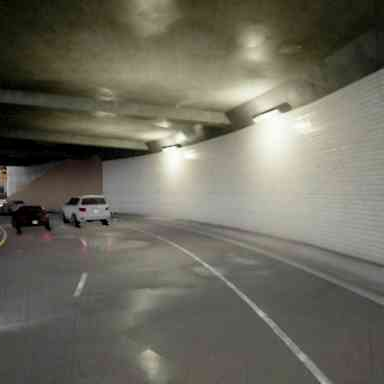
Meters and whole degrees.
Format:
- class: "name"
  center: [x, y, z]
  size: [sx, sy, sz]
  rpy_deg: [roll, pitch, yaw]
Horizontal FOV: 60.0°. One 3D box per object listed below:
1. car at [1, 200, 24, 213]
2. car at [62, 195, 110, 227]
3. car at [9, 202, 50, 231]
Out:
- class: "car"
  center: [-19.432, 1.643, 36.640]
  size: [1.812, 1.442, 4.674]
  rpy_deg: [-1, 0, -45]
- class: "car"
  center: [-7.507, 1.255, 23.253]
  size: [2.150, 2.045, 5.566]
  rpy_deg: [0, 0, -33]
- class: "car"
  center: [-10.314, 1.585, 21.192]
  size: [1.812, 1.442, 4.674]
  rpy_deg: [0, 0, -32]
